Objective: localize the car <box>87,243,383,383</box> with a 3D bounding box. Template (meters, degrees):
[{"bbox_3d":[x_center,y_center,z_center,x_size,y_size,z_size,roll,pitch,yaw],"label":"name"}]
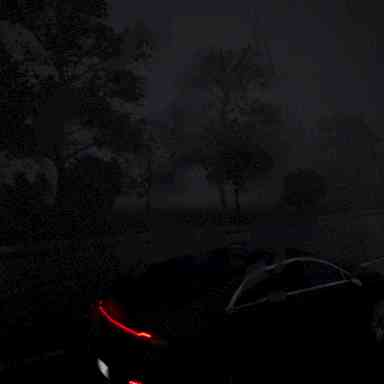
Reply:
[{"bbox_3d":[1.060,1.500,4.717,4.902,1.511,2.128,0,0,-37],"label":"car"}]
